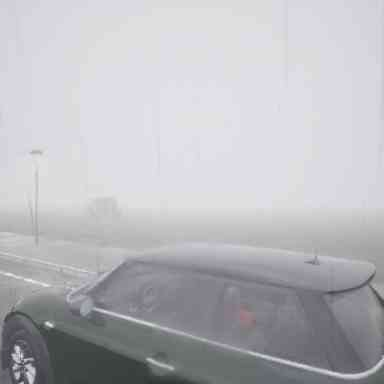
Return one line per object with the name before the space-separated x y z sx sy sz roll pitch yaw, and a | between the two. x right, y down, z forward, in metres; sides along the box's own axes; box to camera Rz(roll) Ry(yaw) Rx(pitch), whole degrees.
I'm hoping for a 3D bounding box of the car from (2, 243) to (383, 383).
car | -0.103 1.364 3.635 4.553 1.767 2.097 0 0 36
